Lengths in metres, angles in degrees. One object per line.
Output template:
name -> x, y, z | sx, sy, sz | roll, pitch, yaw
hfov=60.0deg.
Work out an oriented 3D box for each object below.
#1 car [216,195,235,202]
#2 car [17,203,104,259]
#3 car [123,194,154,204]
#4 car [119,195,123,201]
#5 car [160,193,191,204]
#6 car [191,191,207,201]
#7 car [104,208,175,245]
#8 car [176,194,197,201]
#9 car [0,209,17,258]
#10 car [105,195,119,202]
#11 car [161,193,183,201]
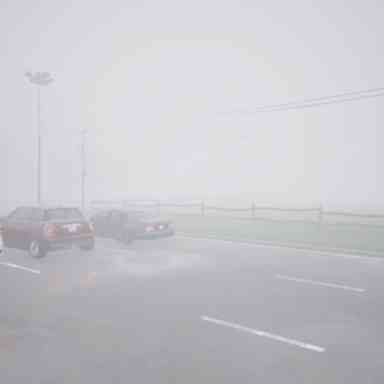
car -> 6.464, 1.294, 64.445 | 1.895, 1.301, 4.718 | 1, 0, 37
car -> -5.703, 1.241, 12.311 | 4.553, 1.767, 2.097 | 1, 0, 36
car -> -8.590, 1.103, 55.790 | 1.882, 1.535, 5.008 | 1, 0, 36
car -> -10.353, 1.156, 59.277 | 1.994, 1.385, 4.181 | 1, 0, 37
car -> -2.956, 1.239, 51.660 | 2.033, 1.411, 5.357 | 1, 0, 36
car -> 0.841, 0.848, 68.557 | 2.150, 2.045, 5.566 | 1, 1, 36
car -> -3.270, 1.439, 14.873 | 5.357, 1.411, 2.033 | 1, 0, 36
car -> -1.159, 1.094, 71.753 | 1.837, 1.490, 4.892 | 1, 0, 36
car -> -7.376, 1.110, 9.201 | 5.566, 2.045, 2.150 | 0, 0, 36
car -> -13.554, 1.160, 60.808 | 1.895, 1.301, 4.718 | 1, 0, 37
car -> -4.362, 1.086, 73.303 | 2.128, 1.511, 4.902 | 1, 0, 36
